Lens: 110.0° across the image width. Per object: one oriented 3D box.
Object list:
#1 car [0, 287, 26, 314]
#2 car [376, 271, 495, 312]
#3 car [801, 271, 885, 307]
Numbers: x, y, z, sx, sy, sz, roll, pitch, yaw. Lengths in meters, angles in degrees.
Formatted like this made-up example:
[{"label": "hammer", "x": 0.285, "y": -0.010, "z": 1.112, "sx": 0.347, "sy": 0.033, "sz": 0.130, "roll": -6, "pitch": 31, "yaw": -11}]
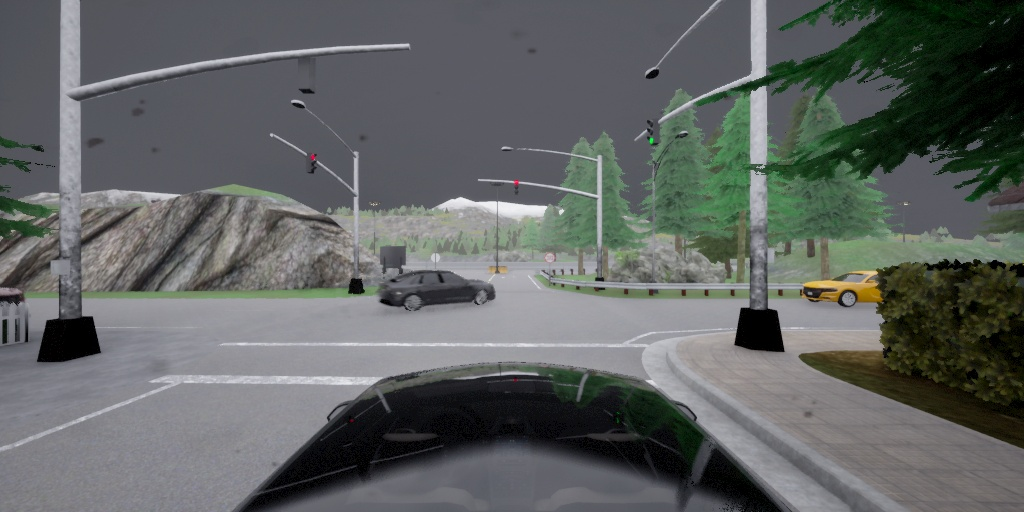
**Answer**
[{"label": "car", "x": -20.424, "y": 1.419, "z": 12.653, "sx": 5.008, "sy": 1.535, "sz": 1.882, "roll": 0, "pitch": 0, "yaw": 0}, {"label": "car", "x": -3.028, "y": 1.348, "z": 14.897, "sx": 4.892, "sy": 1.490, "sz": 1.837, "roll": -1, "pitch": 2, "yaw": -33}, {"label": "car", "x": 15.955, "y": 1.419, "z": 16.176, "sx": 5.008, "sy": 1.535, "sz": 1.882, "roll": 0, "pitch": 0, "yaw": 0}]
